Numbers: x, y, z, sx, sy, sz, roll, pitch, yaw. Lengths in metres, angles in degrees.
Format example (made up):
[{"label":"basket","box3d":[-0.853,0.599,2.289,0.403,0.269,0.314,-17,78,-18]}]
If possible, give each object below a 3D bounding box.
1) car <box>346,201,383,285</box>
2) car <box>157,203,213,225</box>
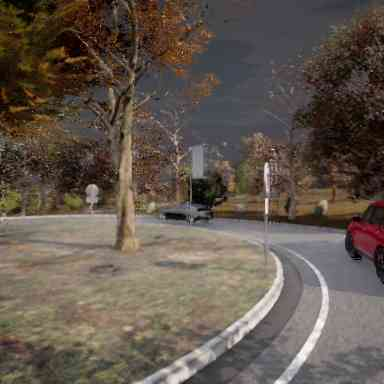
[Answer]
[{"label":"car","box3d":[6.065,1.273,9.465,2.150,2.045,5.566,0,0,13]},{"label":"car","box3d":[-0.624,1.622,25.745,4.902,1.511,2.128,0,0,39]}]
